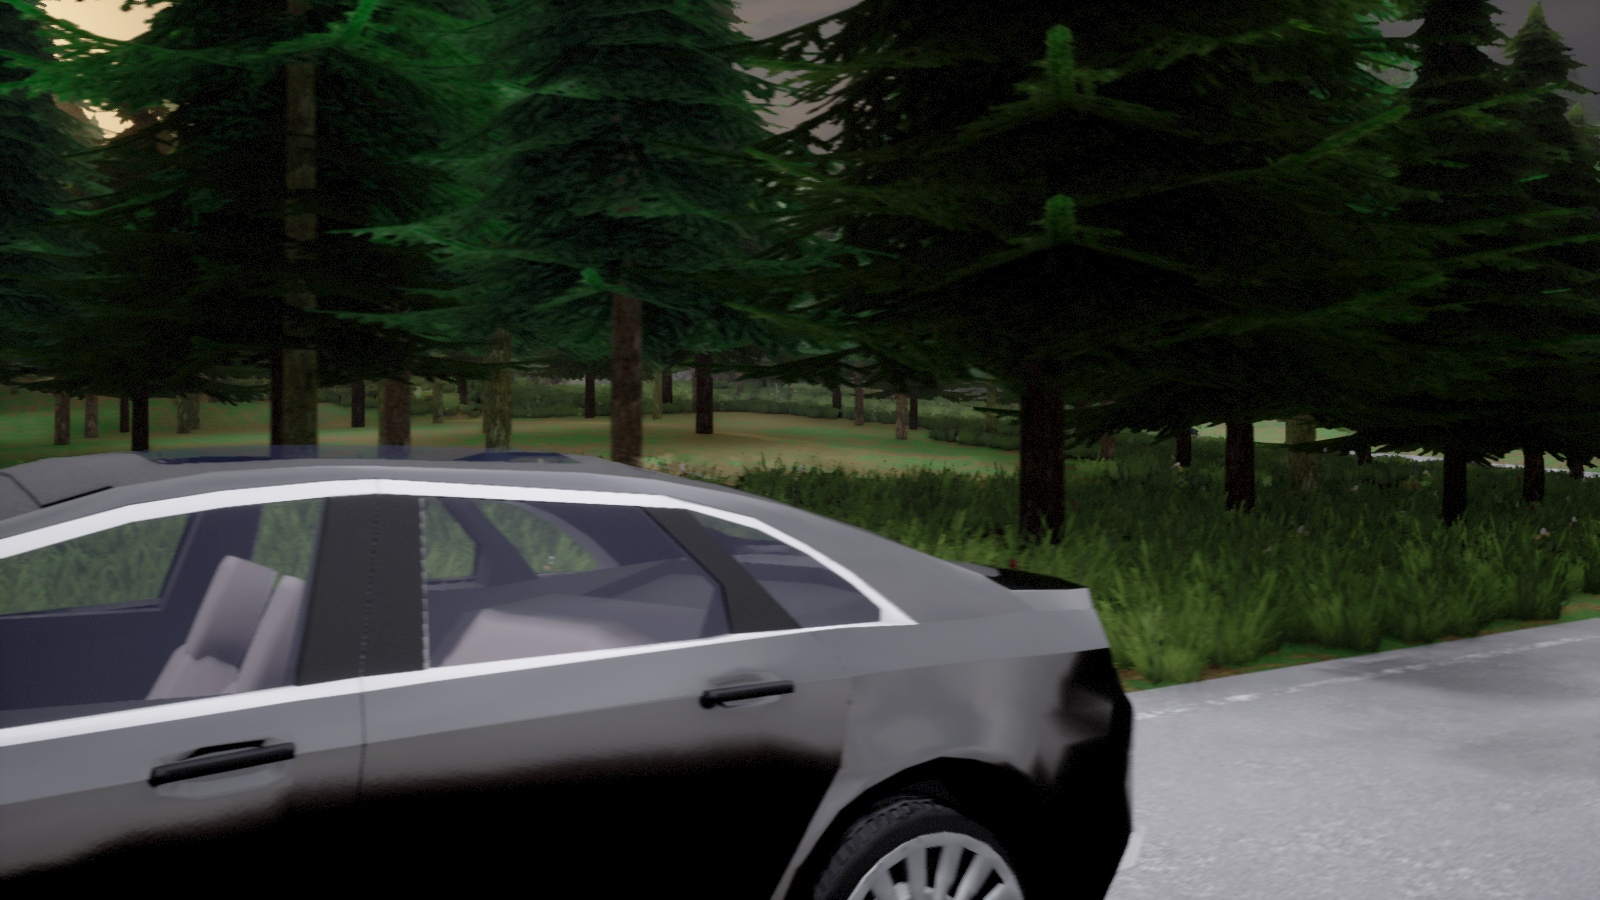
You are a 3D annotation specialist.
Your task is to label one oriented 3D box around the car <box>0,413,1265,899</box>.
[{"bbox_3d":[-1.444,0.710,2.654,4.902,1.511,2.128,0,0,-35],"label":"car"}]
